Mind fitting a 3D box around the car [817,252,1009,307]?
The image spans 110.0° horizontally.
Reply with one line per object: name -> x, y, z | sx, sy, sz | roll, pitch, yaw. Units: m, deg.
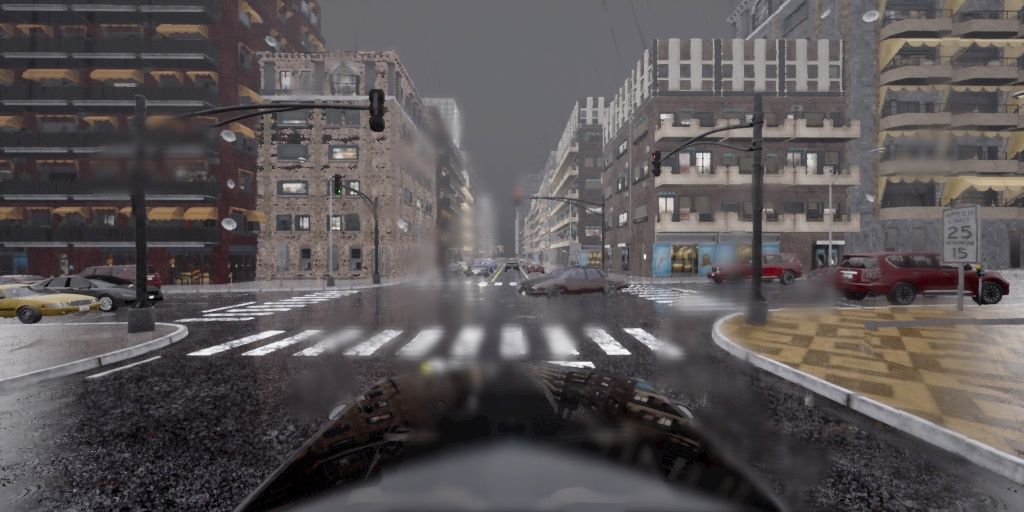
car -> 14.688, 0.775, 13.118 | 5.009, 1.841, 2.192 | 0, 0, -1

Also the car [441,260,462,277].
car -> -5.756, 1.322, 35.120 | 1.948, 1.339, 4.313 | 0, 0, 0

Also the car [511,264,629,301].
car -> 2.961, 1.216, 16.976 | 5.357, 1.411, 2.033 | -1, 0, -24

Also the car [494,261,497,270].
car -> -3.181, 1.237, 43.418 | 1.882, 1.535, 5.008 | 0, 0, 0

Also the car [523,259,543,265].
car -> 2.613, 1.198, 40.822 | 1.967, 1.591, 4.097 | 0, 0, 0

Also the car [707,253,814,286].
car -> 14.537, 0.759, 21.497 | 5.009, 1.841, 2.192 | 0, 0, -1

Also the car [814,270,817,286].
car -> 18.388, 0.904, 18.946 | 4.674, 1.442, 1.812 | -1, 0, -1

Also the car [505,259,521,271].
car -> 0.006, 1.266, 48.744 | 1.837, 1.490, 4.892 | 0, 0, 0

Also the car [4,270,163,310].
car -> -17.895, 1.560, 15.355 | 4.892, 1.490, 1.837 | -1, 0, -1

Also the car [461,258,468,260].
car -> -5.767, 1.284, 40.633 | 1.751, 1.417, 4.829 | 0, 0, 0

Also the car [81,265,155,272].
car -> -23.637, 1.462, 21.055 | 5.009, 1.841, 2.192 | 0, 0, -1

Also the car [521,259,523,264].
car -> 2.602, 1.200, 46.504 | 1.967, 1.591, 4.097 | 0, 0, 0

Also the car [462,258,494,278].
car -> -3.163, 1.247, 33.996 | 2.128, 1.511, 4.902 | 0, 0, 0

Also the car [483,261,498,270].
car -> -3.194, 1.365, 53.415 | 1.895, 1.301, 4.718 | 0, 0, 0

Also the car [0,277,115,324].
car -> -17.651, 1.585, 12.771 | 4.829, 1.417, 1.751 | 0, 0, -1
